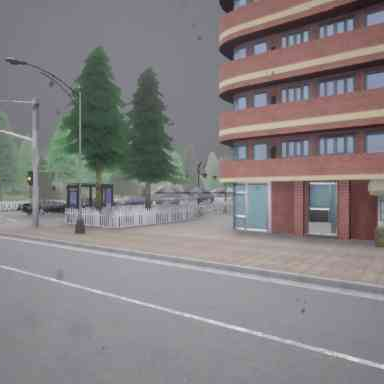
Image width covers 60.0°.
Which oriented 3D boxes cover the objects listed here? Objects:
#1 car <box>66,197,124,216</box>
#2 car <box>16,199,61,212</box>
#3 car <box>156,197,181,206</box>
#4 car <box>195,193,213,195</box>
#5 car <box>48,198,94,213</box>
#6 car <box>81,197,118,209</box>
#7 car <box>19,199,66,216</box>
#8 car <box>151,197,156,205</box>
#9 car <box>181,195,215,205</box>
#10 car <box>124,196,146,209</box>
[{"bbox_3d":[-9.102,1.296,31.488,2.097,1.767,4.553,0,0,35],"label":"car"},{"bbox_3d":[-17.492,1.508,38.101,1.994,1.385,4.181,0,0,36],"label":"car"},{"bbox_3d":[-2.565,1.492,51.949,5.357,1.411,2.033,0,0,-45],"label":"car"},{"bbox_3d":[1.543,1.166,59.692,5.566,2.045,2.150,0,0,-34],"label":"car"},{"bbox_3d":[-13.574,1.470,37.588,1.812,1.442,4.674,0,0,36],"label":"car"},{"bbox_3d":[-12.467,1.470,45.076,1.812,1.442,4.674,0,0,37],"label":"car"},{"bbox_3d":[-13.431,1.436,31.422,2.128,1.511,4.902,0,0,35],"label":"car"},{"bbox_3d":[-6.322,1.470,52.743,1.812,1.442,4.674,0,0,42],"label":"car"},{"bbox_3d":[1.073,1.545,50.270,4.718,1.301,1.895,0,0,-44],"label":"car"},{"bbox_3d":[-8.243,1.297,44.844,2.097,1.767,4.553,0,0,38],"label":"car"}]
